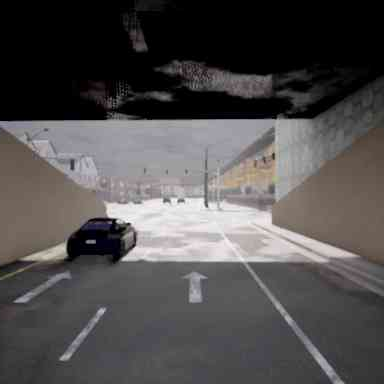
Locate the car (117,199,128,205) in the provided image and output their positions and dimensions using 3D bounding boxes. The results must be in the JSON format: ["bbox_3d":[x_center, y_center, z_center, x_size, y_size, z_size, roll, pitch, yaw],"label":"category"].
[{"bbox_3d":[-16.696,2.376,80.088,1.812,1.442,4.674,0,-1,1],"label":"car"}]

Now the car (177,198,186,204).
[{"bbox_3d":[-2.645,2.186,81.915,1.837,1.490,4.892,0,-1,1],"label":"car"}]

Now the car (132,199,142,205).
[{"bbox_3d":[-13.197,2.351,80.000,1.837,1.490,4.892,0,-1,1],"label":"car"}]

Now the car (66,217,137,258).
[{"bbox_3d":[-3.481,1.710,13.516,1.994,1.385,4.181,0,-1,1],"label":"car"}]

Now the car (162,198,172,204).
[{"bbox_3d":[-6.144,2.165,82.004,1.882,1.535,5.008,0,-1,1],"label":"car"}]
